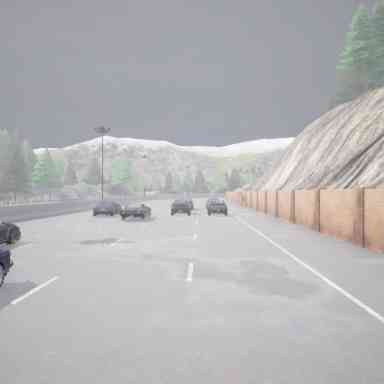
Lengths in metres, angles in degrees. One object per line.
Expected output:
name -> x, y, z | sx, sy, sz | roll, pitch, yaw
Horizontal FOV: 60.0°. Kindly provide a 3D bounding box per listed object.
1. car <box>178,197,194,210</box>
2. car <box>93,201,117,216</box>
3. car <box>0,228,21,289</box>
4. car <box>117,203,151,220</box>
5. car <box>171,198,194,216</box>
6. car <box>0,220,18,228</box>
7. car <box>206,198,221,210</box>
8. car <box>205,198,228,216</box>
car -> -0.754, 1.478, 43.480 | 1.882, 1.535, 5.008 | 0, 0, 2
car -> -8.065, 1.563, 32.191 | 1.994, 1.385, 4.181 | 0, 0, 2
car -> -5.291, 1.601, 5.942 | 1.895, 1.301, 4.718 | 0, 0, 2
car -> -4.673, 1.601, 28.277 | 1.895, 1.301, 4.718 | 0, 0, 2
car -> -1.041, 1.505, 33.039 | 1.837, 1.490, 4.892 | 0, 0, 1
car -> -8.596, 1.564, 13.005 | 1.994, 1.385, 4.181 | 0, 0, 2
car -> 2.740, 1.526, 43.241 | 1.812, 1.442, 4.674 | 0, 0, 2
car -> 2.454, 1.491, 32.798 | 2.128, 1.511, 4.902 | 0, 0, 1
